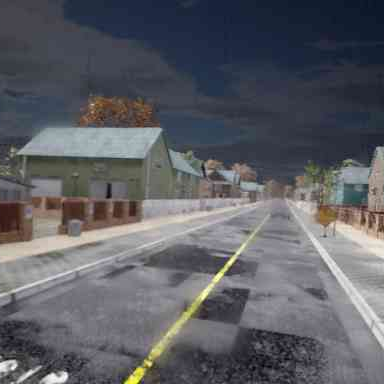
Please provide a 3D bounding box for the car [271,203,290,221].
[{"bbox_3d":[9.387,2.234,35.211,1.895,1.301,4.718,3,0,16],"label":"car"}]

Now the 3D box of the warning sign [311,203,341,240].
[{"bbox_3d":[7.269,1.580,18.109,1.300,1.860,1.060,2,-1,15],"label":"warning sign"}]

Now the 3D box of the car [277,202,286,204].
[{"bbox_3d":[12.677,2.203,47.250,2.097,1.767,4.553,3,0,16],"label":"car"}]
